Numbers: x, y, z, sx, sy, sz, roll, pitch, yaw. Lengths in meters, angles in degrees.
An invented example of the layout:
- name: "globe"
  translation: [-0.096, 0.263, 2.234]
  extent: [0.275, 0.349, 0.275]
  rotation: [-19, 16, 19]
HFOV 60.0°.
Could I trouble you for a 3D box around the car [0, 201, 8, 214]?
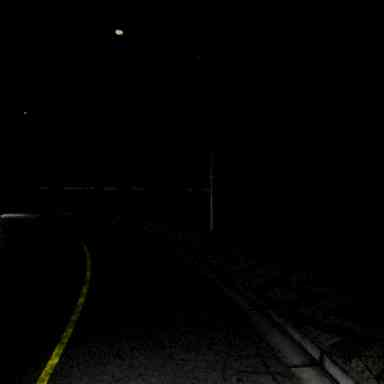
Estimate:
- name: "car"
  translation: [-18.841, 1.237, 30.582]
  extent: [4.892, 1.490, 1.837]
  rotation: [1, 1, 34]
